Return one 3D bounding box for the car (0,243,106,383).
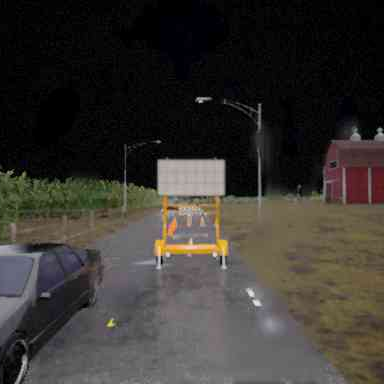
[{"bbox_3d":[-2.862,1.595,5.366,2.033,1.411,5.357,0,-1,0],"label":"car"}]

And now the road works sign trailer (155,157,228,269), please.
[{"bbox_3d":[-0.025,0.572,11.612,2.380,3.560,2.880,0,-1,0],"label":"road works sign trailer"}]

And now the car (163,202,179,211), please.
[{"bbox_3d":[-2.971,2.079,47.961,1.994,1.385,4.181,0,-1,0],"label":"car"}]
